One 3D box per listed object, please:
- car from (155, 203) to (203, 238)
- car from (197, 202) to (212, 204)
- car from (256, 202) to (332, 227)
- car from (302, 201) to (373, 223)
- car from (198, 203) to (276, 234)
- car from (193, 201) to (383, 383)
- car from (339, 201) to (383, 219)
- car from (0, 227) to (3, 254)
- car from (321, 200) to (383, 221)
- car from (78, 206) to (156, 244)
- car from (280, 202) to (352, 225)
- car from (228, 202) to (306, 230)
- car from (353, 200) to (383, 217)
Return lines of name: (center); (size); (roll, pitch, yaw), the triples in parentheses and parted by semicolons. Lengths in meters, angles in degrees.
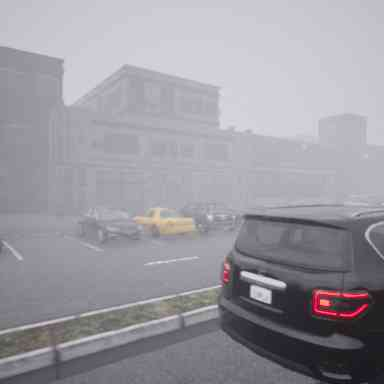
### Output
car: (-1.884, 1.486, 17.827); (1.946, 1.575, 5.366); (0, 0, -35)
car: (0.410, 1.370, 19.195); (2.185, 1.767, 4.553); (0, 0, -36)
car: (7.190, 1.523, 24.034); (2.231, 1.521, 4.892); (0, 0, -35)
car: (11.823, 1.544, 27.324); (2.097, 1.535, 5.008); (0, 0, -35)
car: (2.671, 1.533, 20.797); (2.163, 1.488, 4.792); (0, 0, -35)
car: (2.940, 1.226, 5.229); (5.566, 2.045, 2.150); (0, 0, -35)
car: (16.251, 1.609, 30.472); (2.002, 1.452, 4.674); (0, 0, -35)
car: (-8.656, 1.347, 12.753); (2.185, 1.767, 4.553); (0, 0, -35)
car: (14.082, 1.557, 28.943); (2.231, 1.521, 4.892); (0, 0, -35)
car: (-4.046, 1.484, 16.072); (2.231, 1.521, 4.892); (0, 0, -35)
car: (9.434, 1.561, 25.671); (2.163, 1.488, 4.792); (0, 0, -35)
car: (4.916, 1.512, 22.434); (2.097, 1.535, 5.008); (0, 0, -35)
car: (18.499, 1.612, 32.106); (2.163, 1.488, 4.792); (0, 0, -35)
